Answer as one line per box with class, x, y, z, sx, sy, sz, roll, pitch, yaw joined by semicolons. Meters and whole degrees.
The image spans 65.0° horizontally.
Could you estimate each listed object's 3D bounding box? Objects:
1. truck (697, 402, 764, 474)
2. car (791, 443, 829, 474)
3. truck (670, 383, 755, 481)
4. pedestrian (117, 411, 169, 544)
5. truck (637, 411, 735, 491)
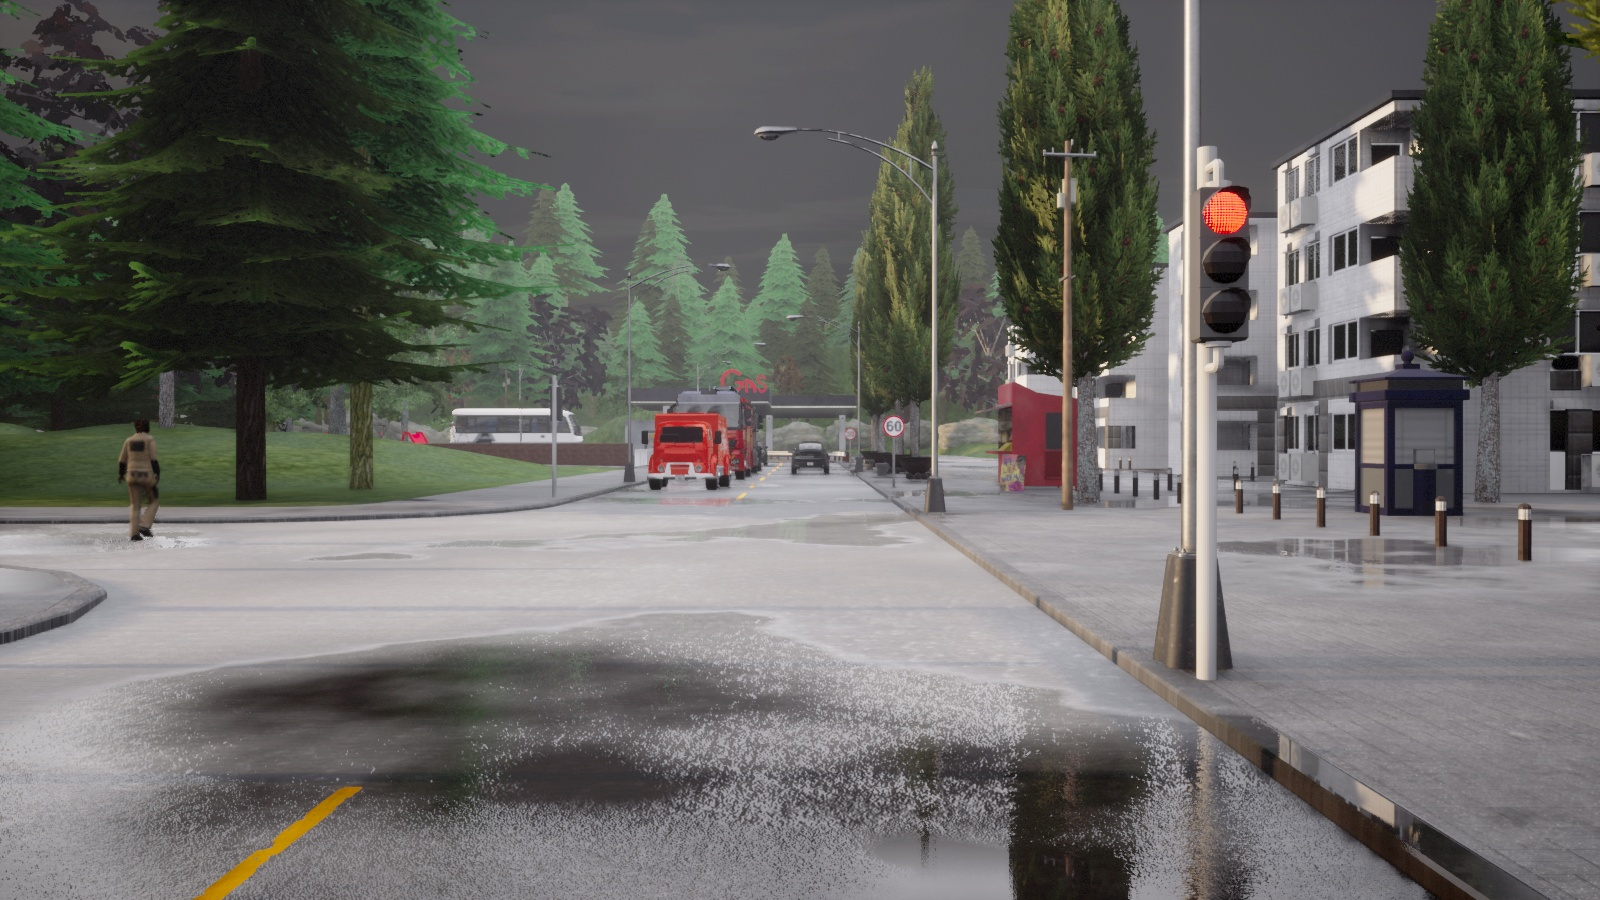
truck;-3.469;-0.603;64.595;2.891;3.462;7.936;0;0;1
car;0.517;0.396;63.076;1.837;1.490;4.892;0;0;1
truck;-3.575;-0.721;53.228;2.891;3.827;8.468;0;0;1
pedestrian;-9.765;0.399;18.676;0.396;1.930;0.692;0;0;0
truck;-3.652;0.024;41.332;2.627;2.467;5.204;0;0;1
